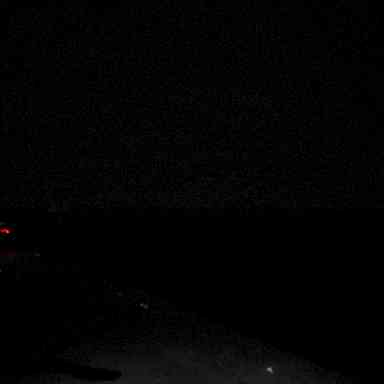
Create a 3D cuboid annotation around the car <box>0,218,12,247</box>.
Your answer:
[{"bbox_3d":[-9.175,1.560,14.206,2.033,1.411,5.357,-2,1,-40],"label":"car"}]
